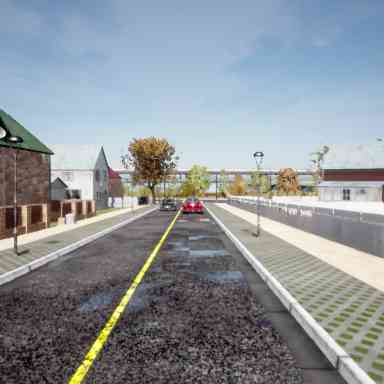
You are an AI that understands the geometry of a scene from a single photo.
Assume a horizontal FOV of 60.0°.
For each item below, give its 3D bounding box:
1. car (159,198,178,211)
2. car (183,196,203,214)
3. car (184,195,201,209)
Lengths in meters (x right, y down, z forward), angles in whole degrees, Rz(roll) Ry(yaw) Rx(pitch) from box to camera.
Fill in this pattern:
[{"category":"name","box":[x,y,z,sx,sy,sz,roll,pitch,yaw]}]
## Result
[{"category":"car","box":[-2.777,1.530,39.937,1.837,1.490,4.892,0,0,0]},{"category":"car","box":[0.074,1.345,35.358,2.097,1.767,4.553,0,0,0]},{"category":"car","box":[0.070,1.353,45.120,2.097,1.767,4.553,0,0,0]}]
